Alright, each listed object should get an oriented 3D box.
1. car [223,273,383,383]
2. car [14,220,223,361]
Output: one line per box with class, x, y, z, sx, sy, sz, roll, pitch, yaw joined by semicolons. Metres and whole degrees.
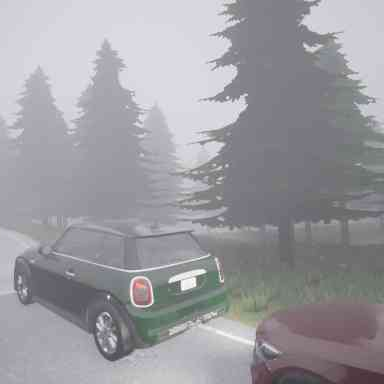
car;2.750;1.531;2.595;4.674;1.442;1.812;1;0;36
car;-1.578;1.308;6.216;4.553;1.767;2.097;1;1;44
